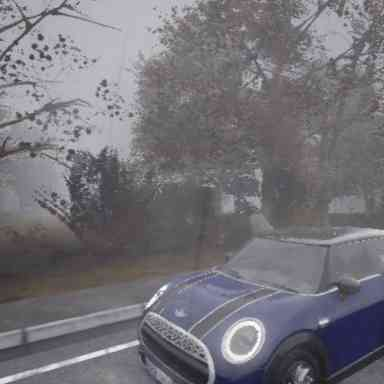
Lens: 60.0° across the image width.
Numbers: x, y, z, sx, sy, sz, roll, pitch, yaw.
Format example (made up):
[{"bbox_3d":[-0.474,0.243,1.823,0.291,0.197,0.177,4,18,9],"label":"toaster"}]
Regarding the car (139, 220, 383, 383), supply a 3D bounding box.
[{"bbox_3d":[1.540,1.361,4.779,4.553,1.767,2.097,0,0,-35],"label":"car"}]
